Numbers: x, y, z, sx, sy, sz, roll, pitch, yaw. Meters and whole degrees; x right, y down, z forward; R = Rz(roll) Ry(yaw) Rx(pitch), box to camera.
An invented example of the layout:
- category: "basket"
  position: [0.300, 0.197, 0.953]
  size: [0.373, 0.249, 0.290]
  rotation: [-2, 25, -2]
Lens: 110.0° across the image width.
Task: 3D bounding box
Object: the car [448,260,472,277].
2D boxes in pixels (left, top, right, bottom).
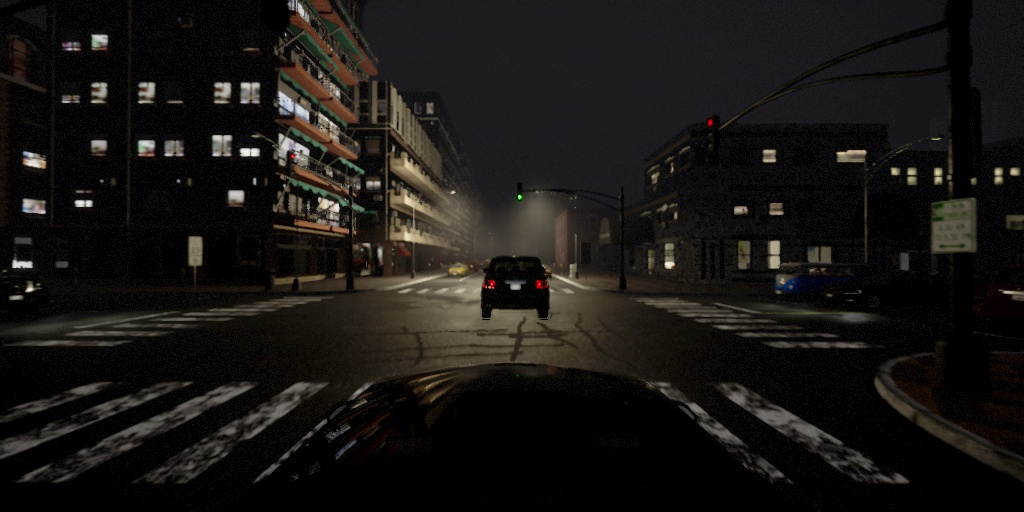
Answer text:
- category: "car"
  position: [-5.699, 1.437, 38.111]
  size: [1.751, 1.417, 4.829]
  rotation: [0, 0, 0]

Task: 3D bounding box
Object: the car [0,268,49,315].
- category: "car"
  position: [-18.452, 0.960, 11.353]
  size: [5.566, 2.045, 2.150]
  rotation: [0, 0, 0]

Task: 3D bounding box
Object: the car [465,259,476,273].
- category: "car"
  position: [-5.702, 1.281, 49.359]
  size: [2.192, 1.841, 5.009]
  rotation: [0, 0, 0]

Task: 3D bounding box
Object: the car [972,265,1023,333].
- category: "car"
  position: [14.918, 1.128, 8.846]
  size: [5.009, 1.841, 2.192]
  rotation: [0, 0, 0]

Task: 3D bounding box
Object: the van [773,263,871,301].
- category: "van"
  position: [14.893, 1.224, 17.226]
  size: [3.998, 1.789, 1.690]
  rotation: [0, 0, 0]

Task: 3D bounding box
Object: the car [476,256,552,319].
- category: "car"
  position: [0.102, 1.023, 13.151]
  size: [2.150, 2.045, 5.566]
  rotation: [0, -1, 0]

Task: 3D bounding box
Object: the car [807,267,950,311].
- category: "car"
  position: [15.462, 1.341, 14.643]
  size: [5.008, 1.535, 1.882]
  rotation: [0, 0, 0]
